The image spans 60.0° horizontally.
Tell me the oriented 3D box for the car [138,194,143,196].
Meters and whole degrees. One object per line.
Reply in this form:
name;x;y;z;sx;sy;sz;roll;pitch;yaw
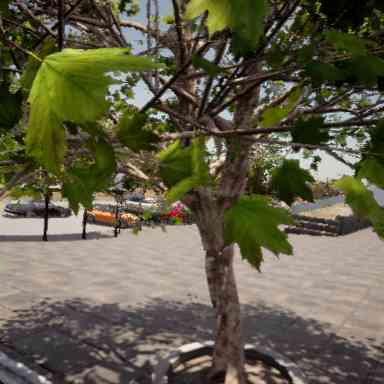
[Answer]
car;-5.961;1.292;53.720;1.812;1.442;4.674;7;3;36

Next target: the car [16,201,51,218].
car;-13.193;1.455;28.903;2.033;1.411;5.357;8;1;37

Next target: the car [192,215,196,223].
car;-1.458;2.143;36.240;5.566;2.045;2.435;7;3;16

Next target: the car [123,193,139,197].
car;-9.482;0.922;53.932;1.812;1.442;4.674;7;3;36

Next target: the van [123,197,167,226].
van;-5.141;1.975;31.411;4.442;1.987;1.878;7;3;16

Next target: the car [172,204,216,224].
car;0.237;2.515;38.700;4.674;1.452;2.002;7;2;16

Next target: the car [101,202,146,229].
car;-6.862;1.995;28.978;4.553;1.767;2.185;7;3;16

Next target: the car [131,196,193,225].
car;-3.281;2.049;33.812;5.566;2.045;2.435;7;3;16
